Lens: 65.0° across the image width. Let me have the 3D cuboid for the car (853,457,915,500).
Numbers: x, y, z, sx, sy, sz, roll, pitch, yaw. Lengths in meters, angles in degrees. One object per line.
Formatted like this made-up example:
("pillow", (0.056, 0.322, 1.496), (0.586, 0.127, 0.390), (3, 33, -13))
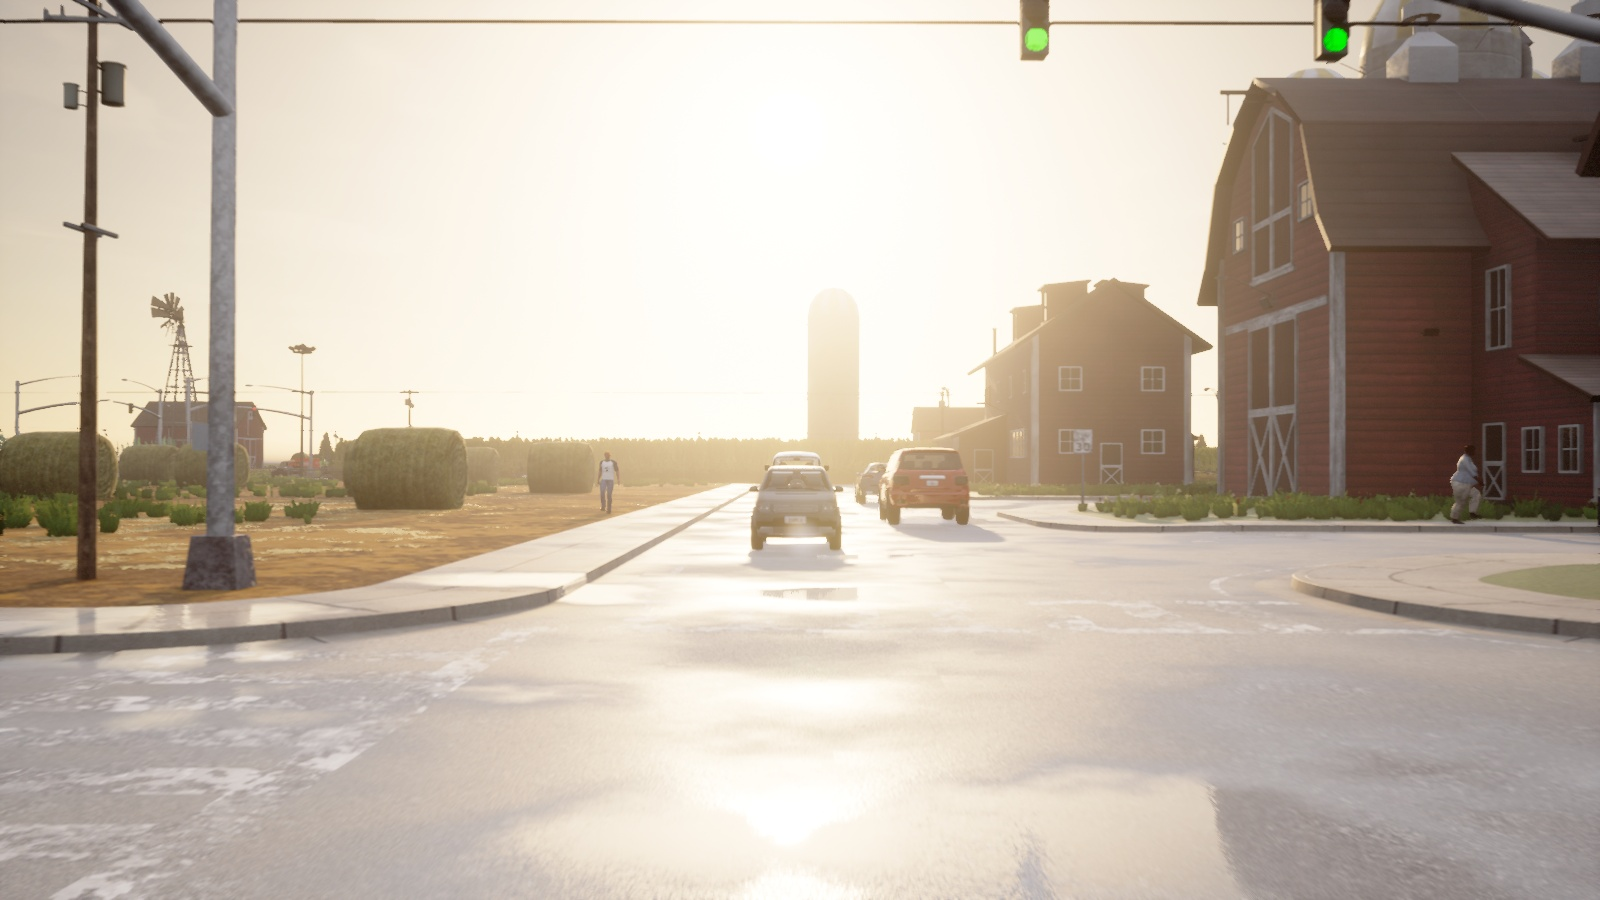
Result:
("car", (3.374, 1.165, 51.360), (2.152, 1.651, 5.027), (-1, -1, 0))

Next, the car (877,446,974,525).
("car", (3.415, 0.953, 35.233), (2.150, 2.045, 5.566), (0, -1, 0))

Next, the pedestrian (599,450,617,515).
("pedestrian", (-5.489, 0.934, 35.886), (0.354, 1.836, 0.706), (0, -1, 6))

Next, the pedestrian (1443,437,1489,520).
("pedestrian", (15.176, 0.644, 28.599), (0.900, 1.855, 0.874), (-1, -1, 29))

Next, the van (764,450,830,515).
("van", (-0.102, 1.053, 41.761), (2.069, 2.038, 4.480), (0, -1, 0))

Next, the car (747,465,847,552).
("car", (-0.059, 1.087, 24.377), (1.789, 1.549, 3.705), (0, -1, 0))
